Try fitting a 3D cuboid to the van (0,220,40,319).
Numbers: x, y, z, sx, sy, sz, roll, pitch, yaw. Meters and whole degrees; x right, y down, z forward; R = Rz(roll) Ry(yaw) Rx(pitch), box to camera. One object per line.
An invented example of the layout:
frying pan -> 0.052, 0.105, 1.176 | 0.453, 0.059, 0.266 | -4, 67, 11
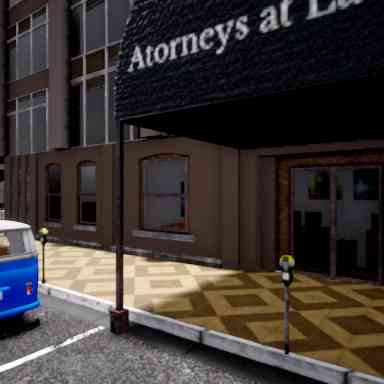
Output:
van -> -4.473, 1.347, 6.056 | 3.998, 1.788, 1.690 | 0, 0, 35
